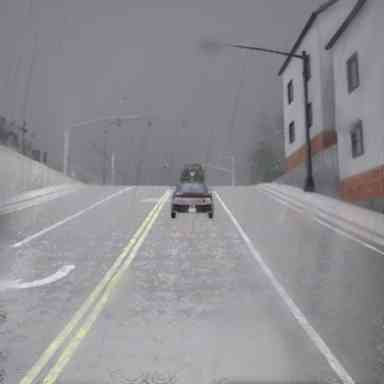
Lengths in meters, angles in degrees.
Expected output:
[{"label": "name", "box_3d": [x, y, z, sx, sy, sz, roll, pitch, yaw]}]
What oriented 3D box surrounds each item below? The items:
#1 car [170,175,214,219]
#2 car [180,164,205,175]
[{"label": "car", "box_3d": [0.007, 0.242, 15.569, 2.128, 1.511, 4.902, 1, 6, 0]}, {"label": "car", "box_3d": [0.023, -1.526, 31.220, 2.150, 2.045, 5.566, 1, 2, 0]}]
